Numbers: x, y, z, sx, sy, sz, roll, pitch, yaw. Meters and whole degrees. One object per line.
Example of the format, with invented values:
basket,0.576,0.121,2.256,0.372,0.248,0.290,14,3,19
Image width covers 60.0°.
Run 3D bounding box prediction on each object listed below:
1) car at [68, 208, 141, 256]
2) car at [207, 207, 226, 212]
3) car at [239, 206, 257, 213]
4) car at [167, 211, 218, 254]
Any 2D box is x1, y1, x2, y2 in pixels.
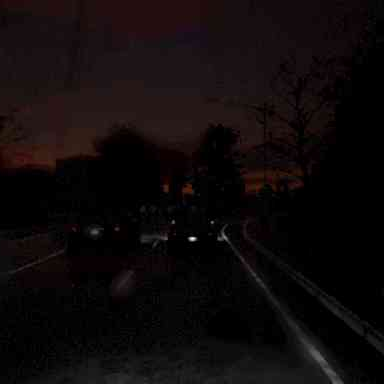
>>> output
car,-3.469,1.509,14.034,2.097,1.767,4.553,0,-1,0
car,5.871,4.339,82.111,4.902,1.511,2.128,-1,-3,24
car,13.437,4.204,80.633,5.008,1.535,1.882,-3,-4,45
car,0.035,1.726,14.253,1.994,1.385,4.181,0,-1,1
